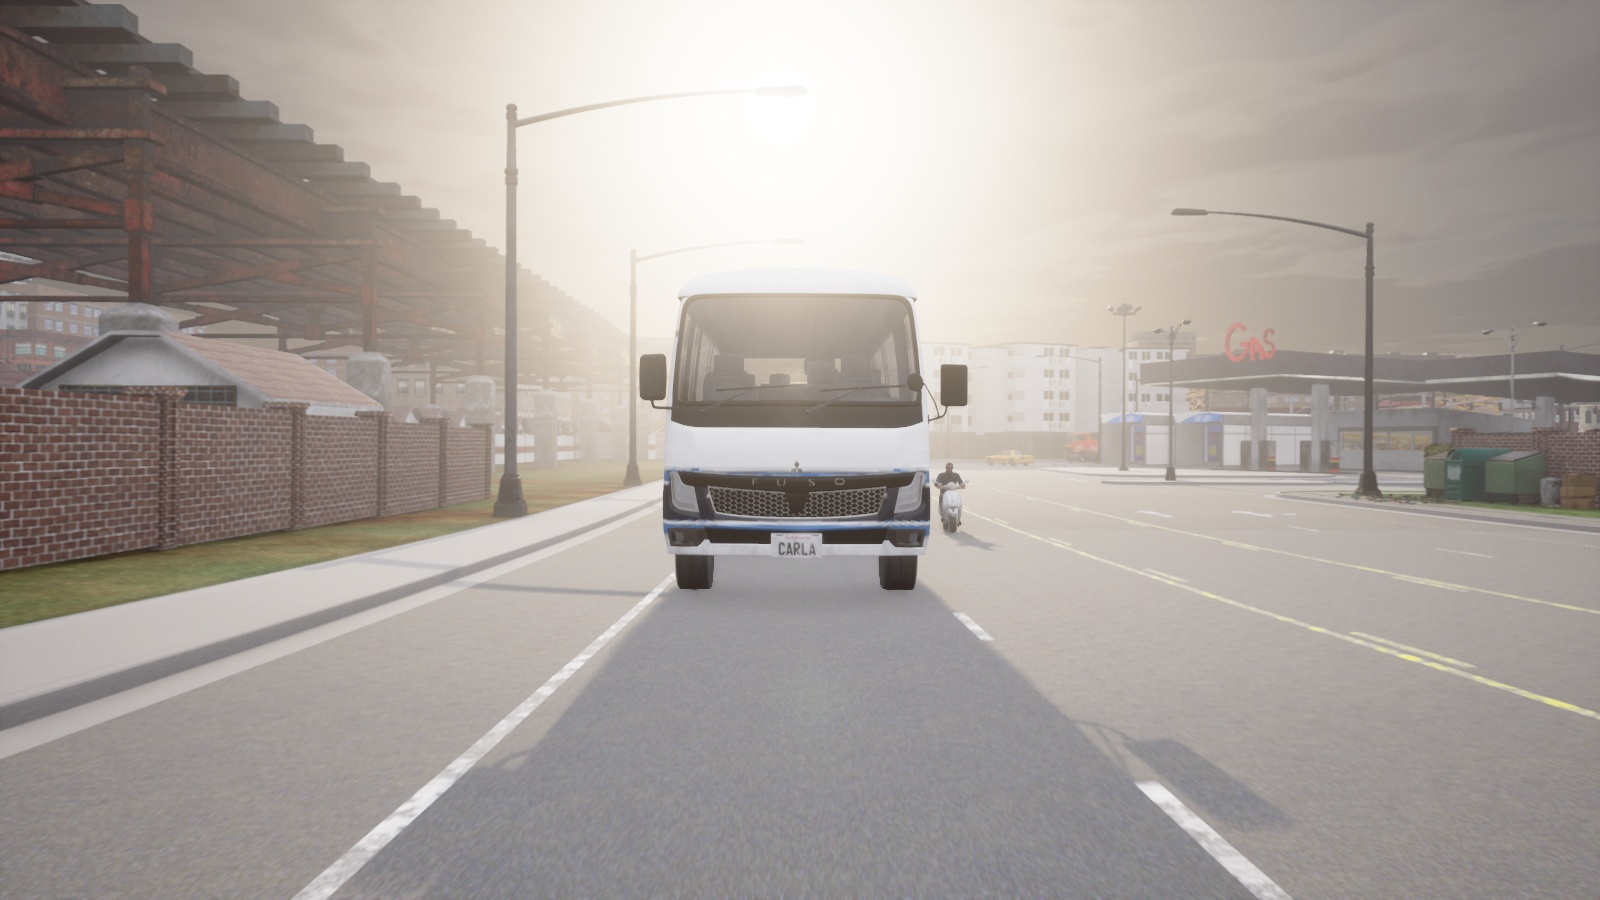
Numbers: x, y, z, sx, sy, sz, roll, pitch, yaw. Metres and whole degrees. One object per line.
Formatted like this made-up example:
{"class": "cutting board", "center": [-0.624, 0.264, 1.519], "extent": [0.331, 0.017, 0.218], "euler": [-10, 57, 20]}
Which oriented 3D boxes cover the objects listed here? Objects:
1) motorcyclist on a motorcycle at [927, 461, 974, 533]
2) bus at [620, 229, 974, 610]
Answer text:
{"class": "motorcyclist on a motorcycle", "center": [3.435, 1.054, 28.801], "extent": [0.866, 1.590, 1.817], "euler": [0, 0, 0]}
{"class": "bus", "center": [-0.048, -0.303, 19.212], "extent": [3.944, 4.253, 10.273], "euler": [0, 0, 0]}
